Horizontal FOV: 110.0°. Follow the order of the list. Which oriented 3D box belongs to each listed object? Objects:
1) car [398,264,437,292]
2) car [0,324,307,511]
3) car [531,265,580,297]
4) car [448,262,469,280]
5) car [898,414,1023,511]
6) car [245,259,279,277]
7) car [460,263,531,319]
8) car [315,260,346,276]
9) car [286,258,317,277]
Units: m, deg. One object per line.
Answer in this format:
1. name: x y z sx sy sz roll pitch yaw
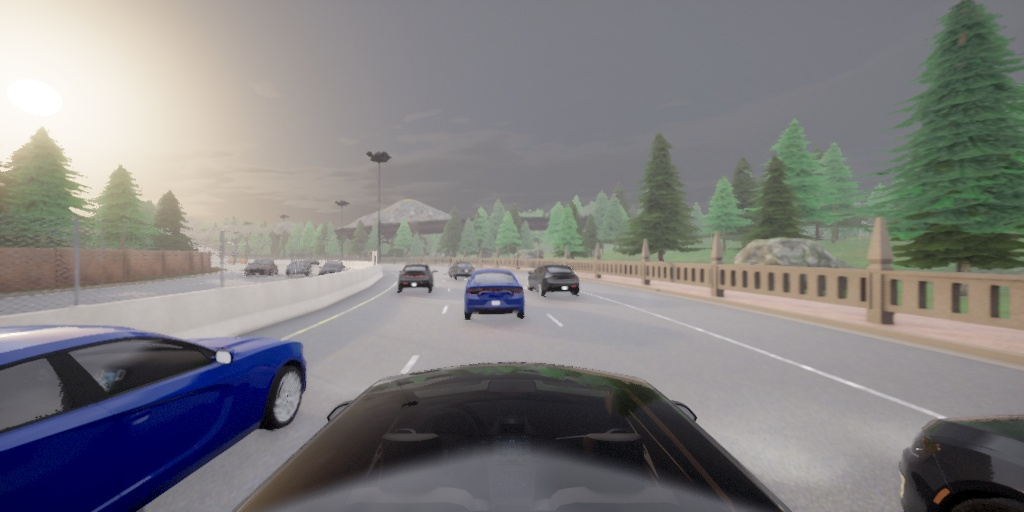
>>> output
1. car: -5.526 1.221 20.941 1.837 1.490 4.892 0 0 -11
2. car: -3.536 1.243 2.586 1.882 1.535 5.008 0 0 0
3. car: 2.020 1.190 18.546 1.837 1.490 4.892 0 0 -9
4. car: -4.347 1.225 30.986 2.033 1.411 5.357 0 0 -17
5. car: 3.448 1.242 0.295 1.837 1.490 4.892 0 0 0
6. car: -24.888 1.118 35.784 2.097 1.767 4.553 0 0 -24
7. car: -0.707 1.195 12.789 1.882 1.535 5.008 0 0 -6
8. car: -16.016 1.238 32.244 1.837 1.490 4.892 0 0 -20
9. car: -20.998 1.240 35.535 2.128 1.511 4.902 0 0 -22
